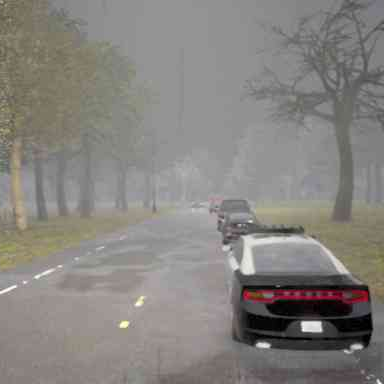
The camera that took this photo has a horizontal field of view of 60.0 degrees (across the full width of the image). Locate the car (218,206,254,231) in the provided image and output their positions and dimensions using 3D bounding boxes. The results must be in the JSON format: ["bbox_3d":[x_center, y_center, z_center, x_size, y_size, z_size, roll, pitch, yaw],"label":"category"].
[{"bbox_3d":[2.360,1.675,16.550,1.837,1.490,4.892,-1,-1,4],"label":"car"}]

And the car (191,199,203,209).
[{"bbox_3d":[1.000,2.132,61.492,2.097,1.767,4.553,-1,-1,4],"label":"car"}]

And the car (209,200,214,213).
[{"bbox_3d":[3.282,2.072,43.986,1.994,1.385,4.181,-1,-1,5],"label":"car"}]

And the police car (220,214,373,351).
[{"bbox_3d":[1.656,1.484,6.684,1.930,1.638,5.238,-1,-1,4],"label":"police car"}]

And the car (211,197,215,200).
[{"bbox_3d":[4.264,1.906,58.081,2.150,2.045,5.566,-1,-1,4],"label":"car"}]

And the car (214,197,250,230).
[{"bbox_3d":[2.785,1.462,22.568,2.150,2.045,5.566,-1,-1,4],"label":"car"}]
